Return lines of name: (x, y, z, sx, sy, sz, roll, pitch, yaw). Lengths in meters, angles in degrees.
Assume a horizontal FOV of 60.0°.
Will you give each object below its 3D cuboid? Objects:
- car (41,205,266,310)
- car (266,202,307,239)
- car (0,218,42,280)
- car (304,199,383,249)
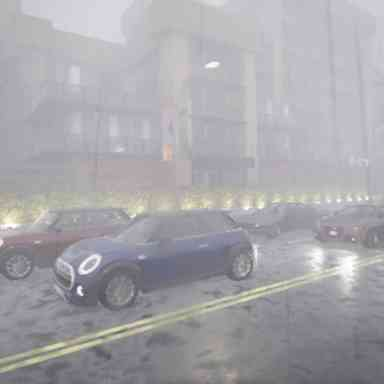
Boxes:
car: (-0.747, 1.240, 7.705, 4.553, 1.767, 2.097, -2, 1, -35)
car: (4.298, 1.186, 15.451, 5.357, 1.411, 2.033, -2, 1, -34)
car: (-3.750, 1.273, 9.884, 4.553, 1.767, 2.097, -2, 1, -35)
car: (6.571, 1.195, 12.765, 4.181, 1.385, 1.994, -2, 1, -35)
